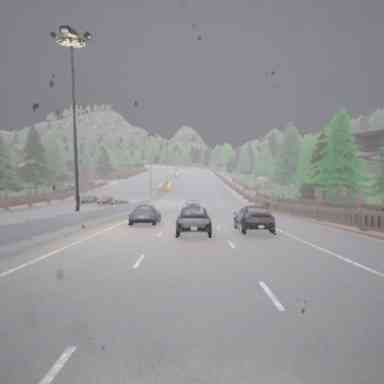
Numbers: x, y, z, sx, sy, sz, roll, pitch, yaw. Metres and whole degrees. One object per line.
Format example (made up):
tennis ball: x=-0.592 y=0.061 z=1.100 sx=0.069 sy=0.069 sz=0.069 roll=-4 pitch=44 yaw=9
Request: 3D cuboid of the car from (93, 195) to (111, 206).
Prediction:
car: x=-14.058 y=1.348 z=54.069 sx=1.882 sy=1.535 sz=5.008 roll=0 pitch=3 yaw=1

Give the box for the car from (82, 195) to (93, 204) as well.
car: x=-17.545 y=1.253 z=57.490 sx=1.994 sy=1.385 sz=4.181 roll=0 pitch=3 yaw=1

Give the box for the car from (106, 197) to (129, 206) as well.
car: x=-10.573 y=1.672 z=48.507 sx=1.895 sy=1.301 sz=4.718 roll=0 pitch=1 yaw=1

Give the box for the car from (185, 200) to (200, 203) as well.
car: x=0.086 y=1.678 z=40.248 sx=1.812 sy=1.442 sz=4.674 roll=0 pitch=0 yaw=0

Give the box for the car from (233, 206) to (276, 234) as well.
car: x=3.592 y=1.586 z=19.677 sx=1.837 sy=1.490 sz=4.892 roll=0 pitch=-1 yaw=0

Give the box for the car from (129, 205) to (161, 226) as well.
car: x=-3.410 y=1.662 z=24.613 sx=1.994 sy=1.385 sz=4.181 roll=0 pitch=0 yaw=0

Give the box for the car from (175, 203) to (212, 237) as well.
car: x=0.093 y=1.569 z=18.489 sx=2.128 sy=1.511 sz=4.902 roll=0 pitch=0 yaw=0
